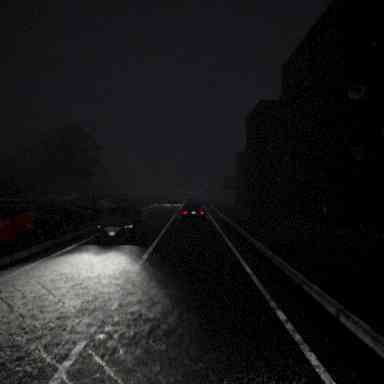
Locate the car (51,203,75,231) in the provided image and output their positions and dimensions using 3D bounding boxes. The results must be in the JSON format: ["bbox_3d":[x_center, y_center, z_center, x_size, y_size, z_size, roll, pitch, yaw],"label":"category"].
[{"bbox_3d":[-9.401,1.520,18.421,4.792,1.488,2.163,0,0,0],"label":"car"}]

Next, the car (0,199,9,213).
[{"bbox_3d":[-22.395,1.475,35.176,4.792,1.488,2.163,0,0,0],"label":"car"}]

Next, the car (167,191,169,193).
[{"bbox_3d":[-9.246,1.109,89.015,4.674,1.452,2.002,0,0,0],"label":"car"}]

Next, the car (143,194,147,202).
[{"bbox_3d":[-9.281,1.413,46.254,4.892,1.521,2.231,0,0,0],"label":"car"}]

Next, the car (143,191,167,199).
[{"bbox_3d":[-9.316,1.128,83.363,4.792,1.488,2.163,0,0,0],"label":"car"}]

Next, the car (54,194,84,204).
[{"bbox_3d":[-22.264,1.240,60.242,4.553,1.767,2.185,0,0,0],"label":"car"}]

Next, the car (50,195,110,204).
[{"bbox_3d":[-9.356,1.346,26.770,4.553,1.767,2.185,0,0,0],"label":"car"}]

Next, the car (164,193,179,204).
[{"bbox_3d":[-3.235,1.366,57.503,1.812,1.442,4.674,0,0,1],"label":"car"}]

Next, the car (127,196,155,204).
[{"bbox_3d":[-9.232,1.408,60.028,4.674,1.452,2.002,-1,0,1],"label":"car"}]

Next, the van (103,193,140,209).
[{"bbox_3d":[-9.186,1.196,43.345,4.442,1.987,1.878,0,0,0],"label":"van"}]

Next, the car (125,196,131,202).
[{"bbox_3d":[-9.338,1.448,35.121,4.892,1.521,2.231,0,0,0],"label":"car"}]

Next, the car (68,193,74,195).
[{"bbox_3d":[-22.356,1.258,54.546,4.553,1.767,2.185,0,0,0],"label":"car"}]

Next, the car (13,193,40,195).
[{"bbox_3d":[-22.410,1.168,43.407,5.566,2.045,2.435,0,0,0],"label":"car"}]

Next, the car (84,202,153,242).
[{"bbox_3d":[-3.344,1.469,16.343,2.128,1.511,4.902,0,0,0],"label":"car"}]

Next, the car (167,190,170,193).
[{"bbox_3d":[-9.406,1.052,91.841,5.366,1.575,1.946,0,0,0],"label":"car"}]

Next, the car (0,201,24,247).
[{"bbox_3d":[-9.428,1.375,12.854,4.553,1.767,2.185,0,0,0],"label":"car"}]

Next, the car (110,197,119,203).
[{"bbox_3d":[-9.380,1.465,29.555,4.892,1.521,2.231,0,0,0],"label":"car"}]

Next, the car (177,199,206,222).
[{"bbox_3d":[0.118,1.501,25.858,2.033,1.411,5.357,0,0,0],"label":"car"}]

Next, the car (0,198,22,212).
[{"bbox_3d":[-22.416,1.437,37.963,5.008,1.535,2.097,0,0,0],"label":"car"}]

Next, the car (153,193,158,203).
[{"bbox_3d":[-9.045,1.374,57.385,5.366,1.575,1.946,0,0,0],"label":"car"}]

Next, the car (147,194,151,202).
[{"bbox_3d":[-9.261,1.435,51.820,4.674,1.452,2.002,0,0,0],"label":"car"}]

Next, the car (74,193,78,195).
[{"bbox_3d":[-22.339,1.123,57.456,5.566,2.045,2.435,0,0,0],"label":"car"}]

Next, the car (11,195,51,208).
[{"bbox_3d":[-22.336,1.285,46.316,4.553,1.767,2.185,0,0,0],"label":"car"}]

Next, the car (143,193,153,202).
[{"bbox_3d":[-9.274,1.415,54.604,4.792,1.488,2.163,0,0,0],"label":"car"}]

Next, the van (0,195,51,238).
[{"bbox_3d":[-9.328,1.271,15.574,4.442,1.987,1.878,0,0,0],"label":"van"}]

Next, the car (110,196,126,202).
[{"bbox_3d":[-9.544,1.452,32.339,5.366,1.575,1.946,0,0,0],"label":"car"}]

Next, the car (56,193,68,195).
[{"bbox_3d":[-22.370,1.267,51.761,4.553,1.767,2.185,0,0,0],"label":"car"}]

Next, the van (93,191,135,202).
[{"bbox_3d":[-9.214,1.213,37.903,4.442,1.987,1.878,0,0,0],"label":"van"}]

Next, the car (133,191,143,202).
[{"bbox_3d":[-9.288,1.179,40.687,5.566,2.045,2.435,0,0,0],"label":"car"}]

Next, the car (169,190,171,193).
[{"bbox_3d":[-9.194,1.040,94.666,5.008,1.535,2.097,0,0,0],"label":"car"}]

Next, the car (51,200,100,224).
[{"bbox_3d":[-9.405,1.518,23.988,4.674,1.452,2.002,0,0,0],"label":"car"}]
